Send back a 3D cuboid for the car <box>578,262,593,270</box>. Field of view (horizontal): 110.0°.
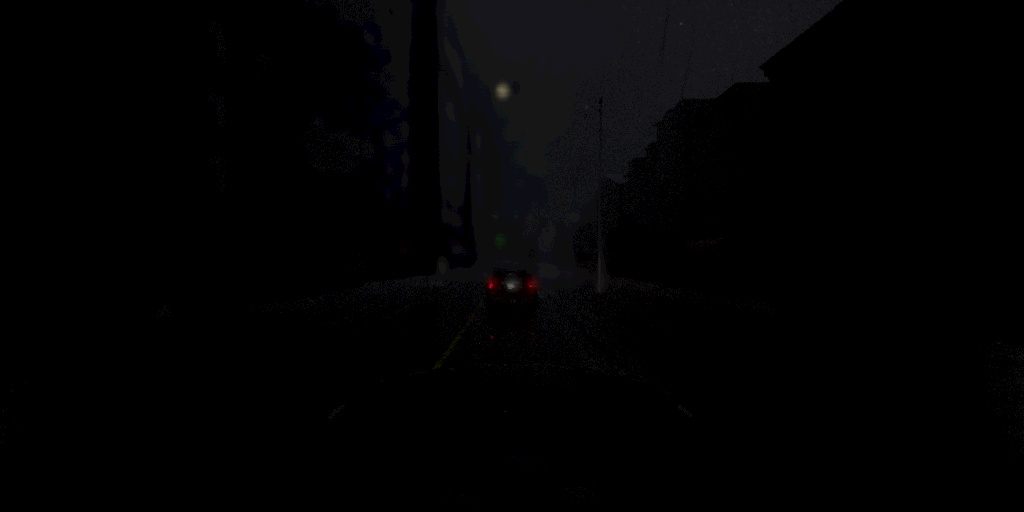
[{"bbox_3d":[13.925,1.788,62.441,4.829,1.417,1.751,0,0,0],"label":"car"}]

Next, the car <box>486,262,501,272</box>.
[{"bbox_3d":[-2.720,1.621,54.097,1.882,1.535,5.008,0,-1,0],"label":"car"}]

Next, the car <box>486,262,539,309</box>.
[{"bbox_3d":[0.014,1.223,15.913,2.097,1.767,4.553,0,-1,0],"label":"car"}]
